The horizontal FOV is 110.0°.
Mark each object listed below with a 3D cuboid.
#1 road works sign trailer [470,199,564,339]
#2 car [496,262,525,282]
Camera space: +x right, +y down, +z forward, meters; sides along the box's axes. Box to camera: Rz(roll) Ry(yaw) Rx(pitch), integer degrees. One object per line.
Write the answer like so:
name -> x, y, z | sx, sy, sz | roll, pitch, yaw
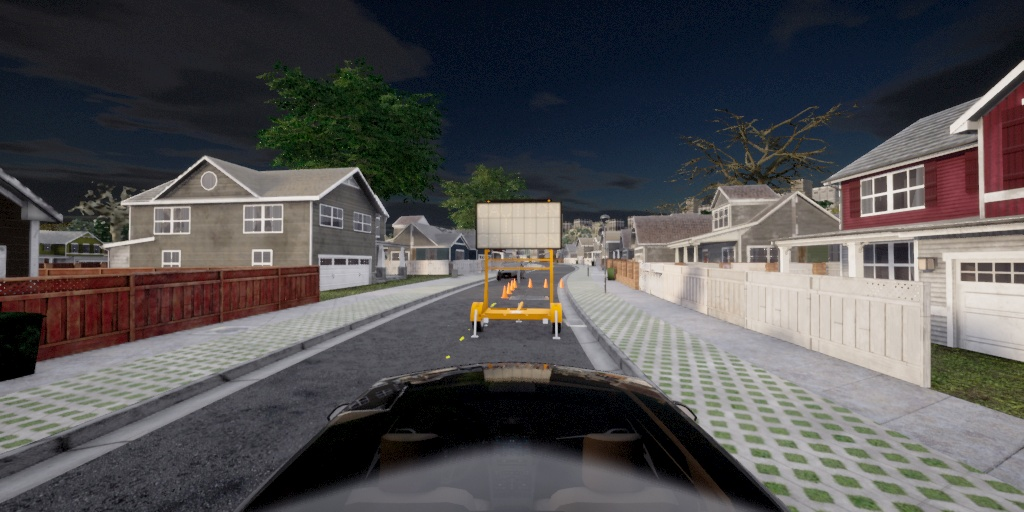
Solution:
road works sign trailer -> 0.200, 0.219, 10.121 | 2.380, 3.560, 2.880 | 0, 0, 5
car -> -0.020, 1.298, 30.085 | 1.837, 1.490, 4.892 | 0, 0, 10
